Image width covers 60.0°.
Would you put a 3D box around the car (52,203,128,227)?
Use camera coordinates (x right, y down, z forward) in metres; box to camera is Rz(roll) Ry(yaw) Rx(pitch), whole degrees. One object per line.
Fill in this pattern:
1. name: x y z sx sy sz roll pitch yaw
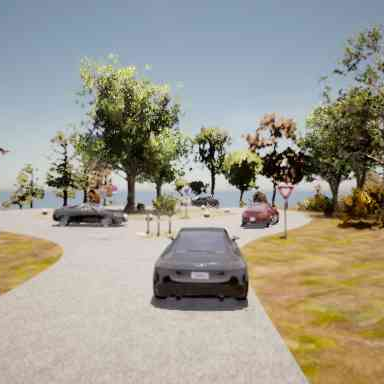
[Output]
1. car: -6.707 1.473 21.975 4.902 1.511 2.128 0 0 7

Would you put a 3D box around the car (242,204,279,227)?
1. car: 4.702 1.505 22.606 1.812 1.442 4.674 0 0 25

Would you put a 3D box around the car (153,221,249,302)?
1. car: 0.274 1.556 8.335 1.994 1.385 4.181 0 0 4

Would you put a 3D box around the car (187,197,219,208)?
1. car: 1.549 1.463 47.701 4.892 1.490 1.837 0 -1 37
